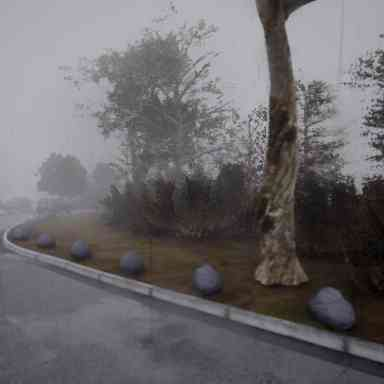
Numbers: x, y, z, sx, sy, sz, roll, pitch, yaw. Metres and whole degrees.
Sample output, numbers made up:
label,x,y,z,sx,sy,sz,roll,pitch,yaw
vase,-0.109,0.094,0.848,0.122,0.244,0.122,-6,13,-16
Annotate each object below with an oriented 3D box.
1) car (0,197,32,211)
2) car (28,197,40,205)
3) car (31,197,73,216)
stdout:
label,x,y,z,sx,sy,sz,roll,pitch,yaw
car,-25.142,1.708,48.187,2.150,2.045,5.566,0,-1,-9
car,-29.973,1.692,63.037,1.837,1.490,4.892,0,0,-27
car,-16.575,1.762,40.325,2.150,2.045,5.566,0,-1,5
